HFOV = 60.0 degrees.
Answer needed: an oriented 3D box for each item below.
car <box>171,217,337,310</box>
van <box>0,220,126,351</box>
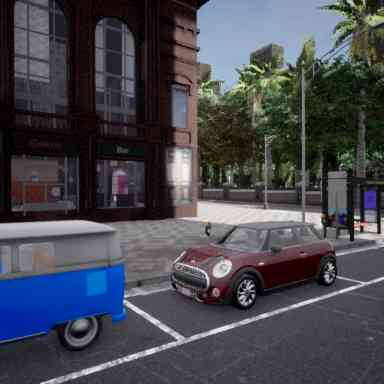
[{"bbox_3d":[1.500,1.439,7.723,4.097,1.590,1.967,0,0,-35],"label":"car"},{"bbox_3d":[-2.918,1.341,4.573,3.998,1.788,1.690,0,0,-35],"label":"van"}]
